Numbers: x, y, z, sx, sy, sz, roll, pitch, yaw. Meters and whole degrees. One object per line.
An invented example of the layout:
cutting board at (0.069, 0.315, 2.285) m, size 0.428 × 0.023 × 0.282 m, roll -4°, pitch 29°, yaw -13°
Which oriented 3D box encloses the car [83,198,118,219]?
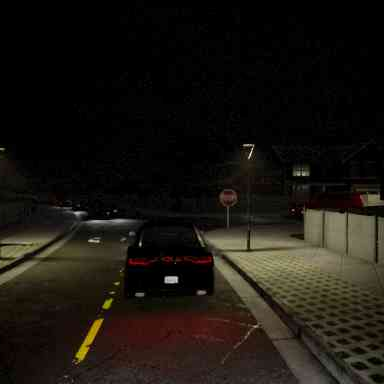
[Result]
car at (-7.823, 1.481, 28.748) m, size 1.837 × 1.490 × 4.892 m, roll 0°, pitch 0°, yaw -27°

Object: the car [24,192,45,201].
car at (-29.368, 0.944, 61.854) m, size 2.150 × 2.045 × 5.566 m, roll 0°, pitch 0°, yaw -45°

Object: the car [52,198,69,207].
car at (-19.622, 1.452, 50.172) m, size 1.882 × 1.535 × 5.008 m, roll 0°, pitch 0°, yaw -36°

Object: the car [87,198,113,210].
car at (-12.365, 1.506, 44.502) m, size 2.033 × 1.411 × 5.357 m, roll 0°, pitch 0°, yaw -30°

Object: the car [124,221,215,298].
car at (-0.636, 1.474, 8.626) m, size 1.882 × 1.535 × 5.008 m, roll 0°, pitch 0°, yaw -6°

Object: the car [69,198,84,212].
car at (-13.041, 1.495, 39.397) m, size 1.812 × 1.442 × 4.674 m, roll 0°, pitch 0°, yaw -28°

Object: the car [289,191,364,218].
car at (10.461, 0.994, 25.847) m, size 5.566 × 2.045 × 2.150 m, roll -1°, pitch 0°, yaw -9°
